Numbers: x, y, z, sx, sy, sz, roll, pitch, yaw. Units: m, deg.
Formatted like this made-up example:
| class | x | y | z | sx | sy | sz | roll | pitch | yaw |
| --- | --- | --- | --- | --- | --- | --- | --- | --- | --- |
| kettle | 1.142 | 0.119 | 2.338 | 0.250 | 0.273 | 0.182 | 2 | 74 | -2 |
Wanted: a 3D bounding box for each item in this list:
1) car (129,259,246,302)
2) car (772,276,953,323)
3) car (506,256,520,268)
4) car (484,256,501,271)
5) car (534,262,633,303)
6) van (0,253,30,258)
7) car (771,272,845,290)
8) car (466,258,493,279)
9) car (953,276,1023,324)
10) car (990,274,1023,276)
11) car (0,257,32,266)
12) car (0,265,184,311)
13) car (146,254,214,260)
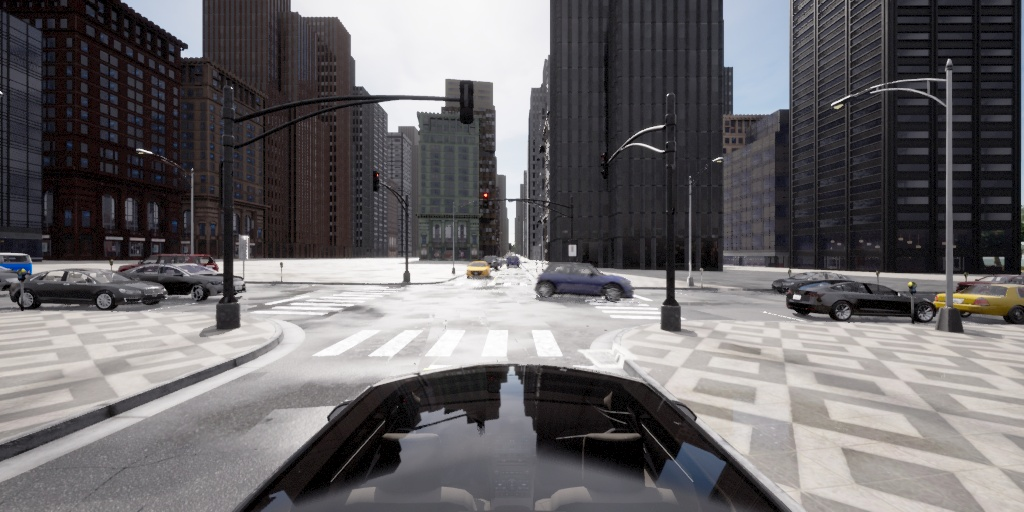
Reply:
| class | x | y | z | sx | sy | sz | roll | pitch | yaw |
| --- | --- | --- | --- | --- | --- | --- | --- | --- | --- |
| car | -14.134 | 1.065 | 15.358 | 4.902 | 1.511 | 2.128 | 1 | 0 | 1 |
| car | 12.145 | 1.524 | 12.660 | 4.313 | 1.339 | 1.948 | 0 | 0 | 0 |
| car | 0.199 | 0.974 | 62.675 | 2.150 | 2.045 | 5.566 | 0 | 0 | 0 |
| car | -3.011 | 0.973 | 49.825 | 2.150 | 2.045 | 5.566 | 0 | 0 | 0 |
| car | 3.423 | 1.144 | 17.152 | 4.553 | 1.767 | 2.097 | 1 | 0 | 19 |
| van | -31.114 | 0.680 | 21.170 | 3.998 | 1.789 | 1.690 | 0 | 0 | 0 |
| car | 17.812 | 1.591 | 21.175 | 4.403 | 1.370 | 2.007 | 0 | 0 | 0 |
| car | -3.053 | 1.227 | 33.175 | 1.882 | 1.535 | 5.008 | 0 | 0 | 0 |
| car | 17.957 | 1.571 | 12.649 | 4.829 | 1.417 | 1.751 | 0 | 0 | 0 |
| car | 29.098 | 1.766 | 21.154 | 4.507 | 1.381 | 1.888 | 0 | 0 | 0 |
| car | -23.549 | 0.935 | 15.388 | 4.902 | 1.511 | 2.128 | 1 | 0 | 0 |
| car | -14.763 | 1.116 | 12.614 | 4.403 | 1.370 | 2.007 | 0 | 0 | 0 |
| car | -20.195 | 0.799 | 21.150 | 5.009 | 1.841 | 2.192 | 0 | 0 | 0 |
